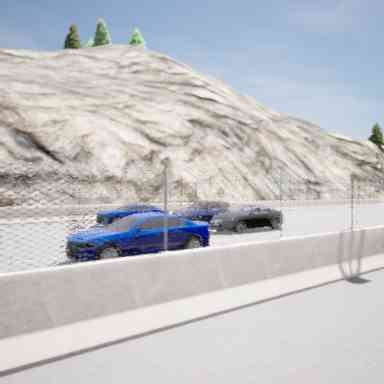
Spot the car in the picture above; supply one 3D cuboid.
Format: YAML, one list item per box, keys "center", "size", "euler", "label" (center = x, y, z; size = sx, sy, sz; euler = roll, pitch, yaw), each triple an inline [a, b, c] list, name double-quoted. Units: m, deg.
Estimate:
- center: [-1.661, 1.478, 11.408]
  size: [5.008, 1.535, 1.882]
  euler: [0, 0, -36]
  label: "car"
